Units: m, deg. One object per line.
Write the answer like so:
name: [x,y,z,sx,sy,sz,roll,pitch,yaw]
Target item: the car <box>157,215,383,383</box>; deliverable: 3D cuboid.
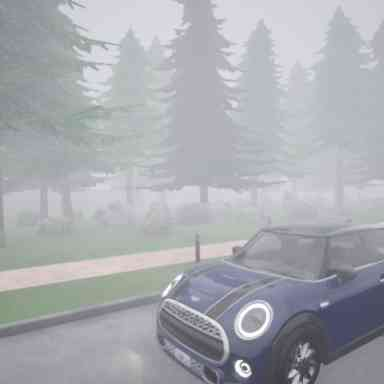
car: [1.710,1.310,5.193,4.553,1.767,2.097,-1,0,-35]
